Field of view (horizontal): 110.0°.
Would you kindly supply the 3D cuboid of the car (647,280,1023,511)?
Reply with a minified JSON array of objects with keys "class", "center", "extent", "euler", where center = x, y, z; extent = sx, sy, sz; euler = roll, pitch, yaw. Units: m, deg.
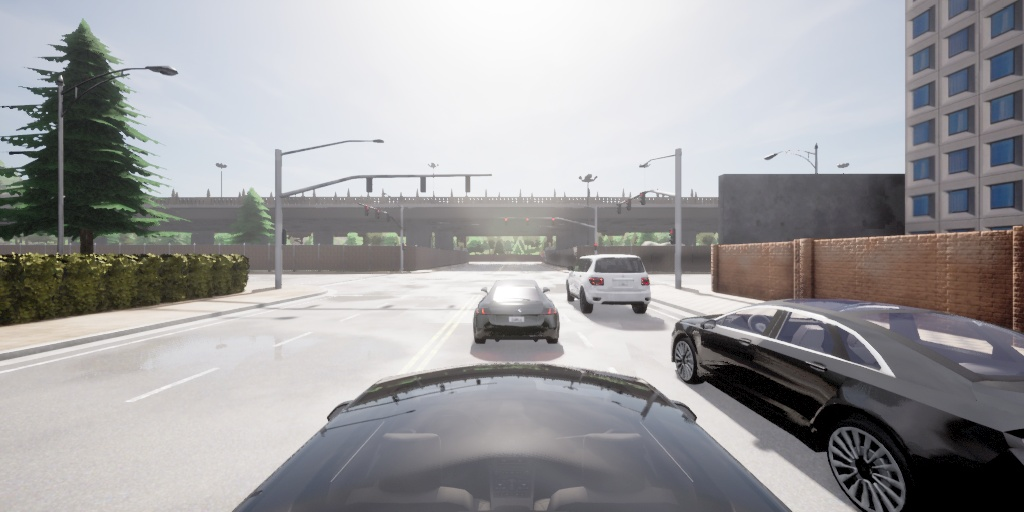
[{"class":"car","center":[3.596,1.242,4.150],"extent":[2.128,1.511,4.902],"euler":[0,0,0]}]

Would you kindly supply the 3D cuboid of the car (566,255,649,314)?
[{"class":"car","center":[3.493,0.971,13.955],"extent":[2.150,2.045,5.566],"euler":[0,0,0]}]

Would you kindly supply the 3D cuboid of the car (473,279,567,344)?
[{"class":"car","center":[0.096,1.314,9.611],"extent":[1.994,1.385,4.181],"euler":[0,0,0]}]
